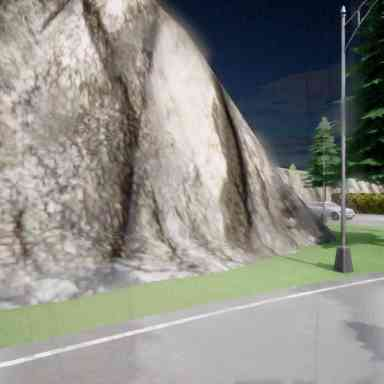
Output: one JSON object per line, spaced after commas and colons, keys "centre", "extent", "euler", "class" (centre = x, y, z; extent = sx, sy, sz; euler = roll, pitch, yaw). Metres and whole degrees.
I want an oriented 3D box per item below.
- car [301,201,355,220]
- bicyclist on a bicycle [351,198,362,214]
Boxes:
{"centre": [11.314, 1.526, 27.989], "extent": [1.812, 1.442, 4.674], "euler": [0, 0, -28], "class": "car"}
{"centre": [16.488, 1.453, 33.370], "extent": [1.656, 1.620, 0.582], "euler": [0, 0, -28], "class": "bicyclist on a bicycle"}
